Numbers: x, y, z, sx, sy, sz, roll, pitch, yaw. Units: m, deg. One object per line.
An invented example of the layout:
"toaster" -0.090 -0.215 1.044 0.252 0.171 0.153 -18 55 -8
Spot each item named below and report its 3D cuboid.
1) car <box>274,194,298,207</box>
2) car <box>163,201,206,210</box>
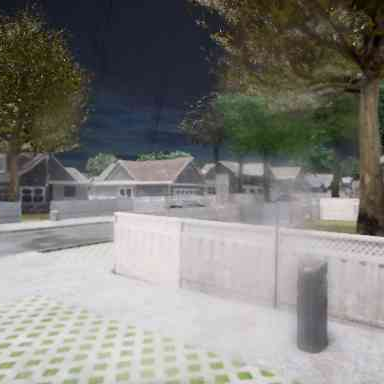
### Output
"car" 12.622 1.069 44.542 2.097 1.767 4.553 0 0 36
"car" -0.563 1.387 26.183 1.994 1.385 4.181 0 0 36
